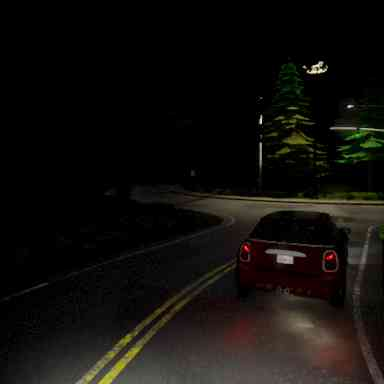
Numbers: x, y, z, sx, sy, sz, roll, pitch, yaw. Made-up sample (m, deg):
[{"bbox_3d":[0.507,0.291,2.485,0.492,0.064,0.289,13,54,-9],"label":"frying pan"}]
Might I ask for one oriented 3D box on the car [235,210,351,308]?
[{"bbox_3d":[2.662,1.228,8.138,2.097,1.767,4.553,2,2,26],"label":"car"}]
